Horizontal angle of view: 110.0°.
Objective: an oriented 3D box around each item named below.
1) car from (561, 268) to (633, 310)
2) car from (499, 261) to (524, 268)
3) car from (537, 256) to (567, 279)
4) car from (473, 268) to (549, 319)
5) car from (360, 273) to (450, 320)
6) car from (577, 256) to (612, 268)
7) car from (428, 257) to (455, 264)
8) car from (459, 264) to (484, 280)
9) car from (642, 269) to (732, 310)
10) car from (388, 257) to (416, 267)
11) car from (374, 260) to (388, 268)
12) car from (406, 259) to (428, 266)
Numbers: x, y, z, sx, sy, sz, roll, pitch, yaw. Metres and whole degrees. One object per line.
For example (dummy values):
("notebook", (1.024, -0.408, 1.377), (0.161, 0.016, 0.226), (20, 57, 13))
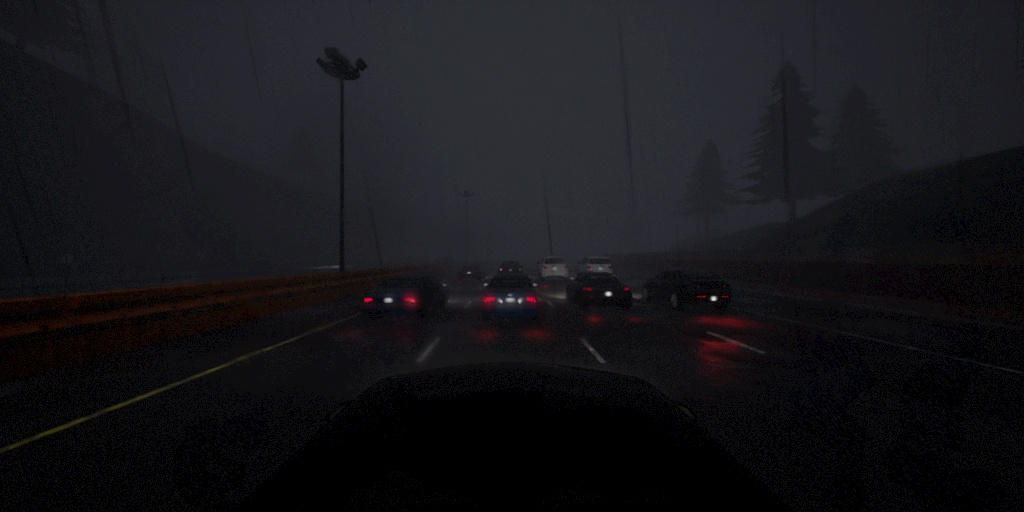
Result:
("car", (3.455, 1.346, 14.862), (1.994, 1.385, 4.181), (0, 0, 0))
("car", (-0.042, 1.177, 31.231), (2.097, 1.767, 4.553), (0, 0, 2))
("car", (3.418, 1.047, 30.448), (2.150, 2.045, 5.566), (0, 0, 1))
("car", (-0.042, 1.326, 12.828), (2.033, 1.411, 5.357), (0, 0, 0))
("car", (-3.542, 1.327, 12.794), (2.033, 1.411, 5.357), (0, 0, 0))
("car", (6.919, 1.046, 30.484), (2.150, 2.045, 5.566), (0, 0, 1))
("car", (-11.116, 1.119, 58.733), (2.150, 2.045, 5.566), (0, 0, 12))
("car", (-3.512, 1.393, 32.133), (1.994, 1.385, 4.181), (0, 0, 2))
("car", (6.953, 1.282, 14.796), (1.837, 1.490, 4.892), (0, -2, 0))
("car", (-17.957, 1.125, 60.267), (2.150, 2.045, 5.566), (0, 0, 12))
("car", (-21.347, 1.455, 61.208), (2.033, 1.411, 5.357), (0, 0, 12))
("car", (-14.790, 1.499, 58.273), (1.895, 1.301, 4.718), (0, 0, 11))
